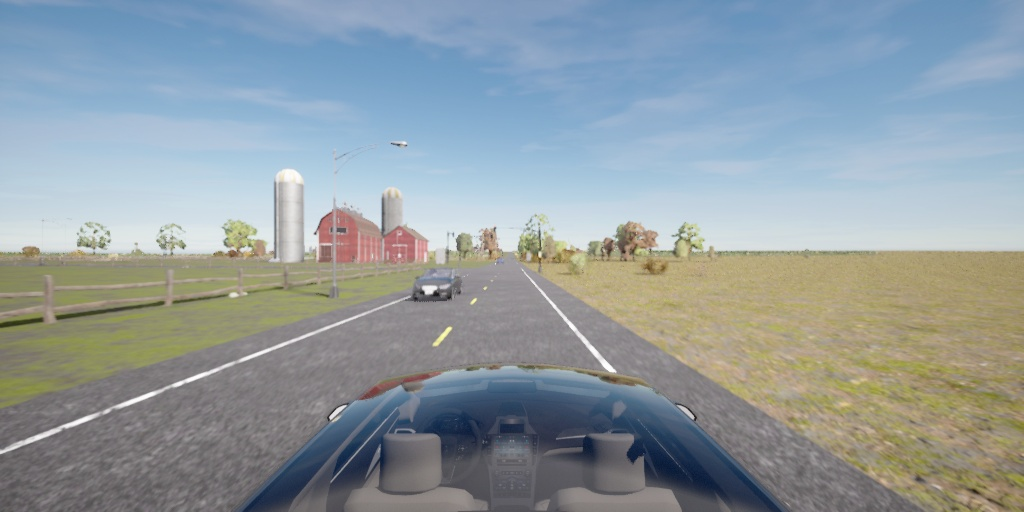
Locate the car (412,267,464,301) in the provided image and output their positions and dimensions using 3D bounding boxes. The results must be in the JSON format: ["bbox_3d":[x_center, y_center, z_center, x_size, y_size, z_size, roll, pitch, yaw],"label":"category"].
[{"bbox_3d":[-3.604,1.333,18.048,2.128,1.511,4.902,0,0,0],"label":"car"}]
